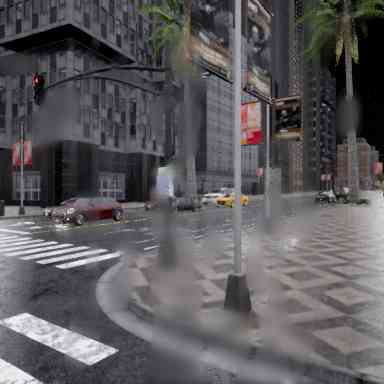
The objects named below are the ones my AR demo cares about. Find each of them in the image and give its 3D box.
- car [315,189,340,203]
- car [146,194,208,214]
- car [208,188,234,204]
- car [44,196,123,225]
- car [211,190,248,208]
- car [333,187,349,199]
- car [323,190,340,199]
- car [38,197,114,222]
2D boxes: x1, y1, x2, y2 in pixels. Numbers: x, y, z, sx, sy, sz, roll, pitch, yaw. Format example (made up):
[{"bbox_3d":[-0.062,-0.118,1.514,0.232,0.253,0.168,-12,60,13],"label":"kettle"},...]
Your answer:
[{"bbox_3d":[17.858,0.677,44.459,1.837,1.490,4.892,0,1,35],"label":"car"},{"bbox_3d":[-1.182,1.104,29.182,2.033,1.411,5.357,0,1,35],"label":"car"},{"bbox_3d":[3.510,0.555,41.395,2.150,2.045,5.566,0,1,35],"label":"car"},{"bbox_3d":[-6.659,1.075,21.450,2.097,1.767,4.553,0,1,35],"label":"car"},{"bbox_3d":[4.525,0.864,37.220,1.882,1.535,5.008,0,1,35],"label":"car"},{"bbox_3d":[23.720,0.232,52.739,2.150,2.045,5.566,0,1,36],"label":"car"},{"bbox_3d":[25.807,0.353,61.297,1.882,1.535,5.008,0,1,36],"label":"car"},{"bbox_3d":[-8.423,1.182,24.563,2.128,1.511,4.902,0,1,36],"label":"car"}]
